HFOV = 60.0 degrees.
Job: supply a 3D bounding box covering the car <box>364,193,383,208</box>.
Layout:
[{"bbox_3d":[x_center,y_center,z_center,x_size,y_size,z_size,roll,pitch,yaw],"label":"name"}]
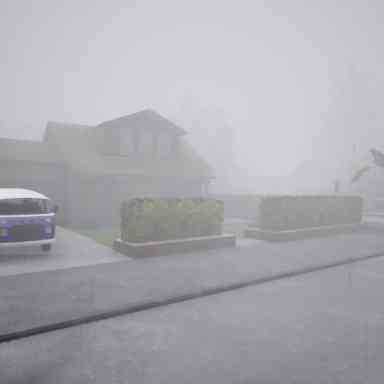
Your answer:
[{"bbox_3d":[23.130,0.985,40.297,3.866,1.878,1.905,0,0,0],"label":"car"}]
